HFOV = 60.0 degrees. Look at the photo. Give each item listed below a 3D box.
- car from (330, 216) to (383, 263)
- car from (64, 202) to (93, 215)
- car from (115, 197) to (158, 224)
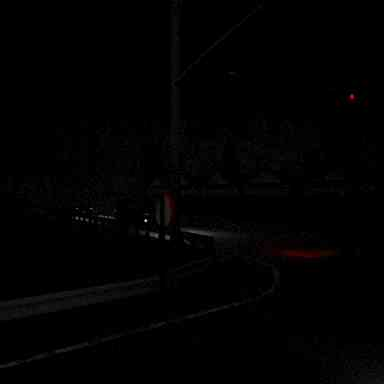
[{"bbox_3d":[7.036,1.571,10.609,4.892,1.490,1.837,0,1,39],"label":"car"},{"bbox_3d":[-12.385,1.791,36.208,1.895,1.301,4.718,0,0,-34],"label":"car"},{"bbox_3d":[-3.657,1.414,23.800,2.150,2.045,5.566,0,0,-35],"label":"car"}]
